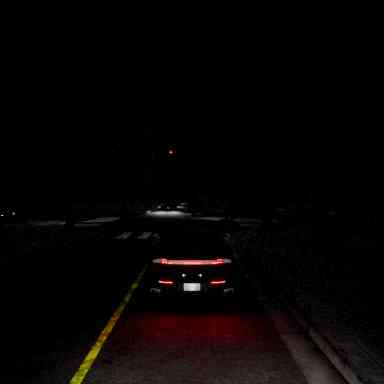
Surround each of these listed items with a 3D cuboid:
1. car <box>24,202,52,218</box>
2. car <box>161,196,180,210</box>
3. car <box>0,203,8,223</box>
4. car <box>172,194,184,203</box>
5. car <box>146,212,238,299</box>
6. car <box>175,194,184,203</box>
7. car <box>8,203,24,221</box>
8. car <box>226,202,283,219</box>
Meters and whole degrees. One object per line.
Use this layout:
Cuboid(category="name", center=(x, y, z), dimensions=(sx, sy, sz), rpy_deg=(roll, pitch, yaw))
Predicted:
Cuboid(category="car", center=(-14.760, 1.580, 29.581), dimensions=(4.313, 1.339, 1.947), rpy_deg=(0, 0, 0))
Cuboid(category="car", center=(-2.841, 1.576, 41.706), dimensions=(1.895, 1.301, 4.718), rpy_deg=(0, 0, 0))
Cuboid(category="car", center=(-14.766, 1.540, 21.554), dimensions=(4.313, 1.339, 1.947), rpy_deg=(0, 0, 0))
Cuboid(category="car", center=(-2.772, 1.296, 66.199), dimensions=(2.097, 1.767, 4.553), rpy_deg=(0, 0, 0))
Cuboid(category="car", center=(0.002, 1.492, 8.404), dimensions=(2.128, 1.511, 4.902), rpy_deg=(0, 0, 0))
Cuboid(category="car", center=(-2.835, 1.508, 52.173), dimensions=(2.033, 1.411, 5.357), rpy_deg=(0, 0, 1))
Cuboid(category="car", center=(-15.681, 1.209, 24.096), dimensions=(5.566, 2.045, 2.150), rpy_deg=(0, 0, 0))
Cuboid(category="car", center=(5.113, 1.526, 27.584), dimensions=(4.674, 1.442, 1.812), rpy_deg=(0, 0, 11))
